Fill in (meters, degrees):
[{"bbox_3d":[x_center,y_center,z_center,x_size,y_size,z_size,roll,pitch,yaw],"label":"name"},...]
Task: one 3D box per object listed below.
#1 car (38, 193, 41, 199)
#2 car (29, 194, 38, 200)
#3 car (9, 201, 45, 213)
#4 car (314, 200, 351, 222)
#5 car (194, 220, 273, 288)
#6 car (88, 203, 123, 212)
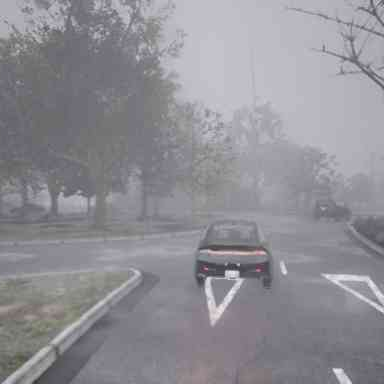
[{"bbox_3d":[-40.131,1.356,83.855,1.946,1.575,5.366,0,2,-16],"label":"car"},{"bbox_3d":[-38.590,1.575,78.556,1.946,1.575,5.366,0,2,-16],"label":"car"},{"bbox_3d":[-23.570,2.335,47.603,4.674,1.442,1.812,1,-1,-35],"label":"car"},{"bbox_3d":[13.696,1.770,32.333,2.150,2.045,5.566,-2,-3,39],"label":"car"},{"bbox_3d":[1.225,1.558,9.521,2.128,1.511,4.902,0,-1,9],"label":"car"},{"bbox_3d":[-14.070,2.523,54.355,5.357,1.411,2.033,0,-1,-4],"label":"car"}]
